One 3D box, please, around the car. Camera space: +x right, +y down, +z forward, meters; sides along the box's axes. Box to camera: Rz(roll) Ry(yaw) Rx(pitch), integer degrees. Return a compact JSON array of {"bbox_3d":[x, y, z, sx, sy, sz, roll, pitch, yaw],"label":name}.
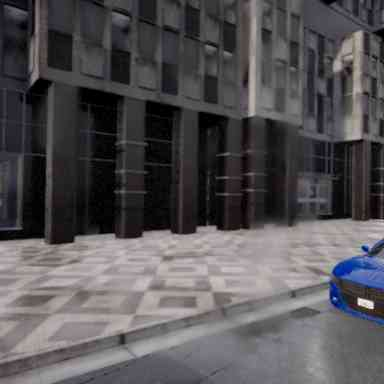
[{"bbox_3d":[4.830,1.560,6.812,5.008,1.535,1.882,1,-1,-36],"label":"car"}]
